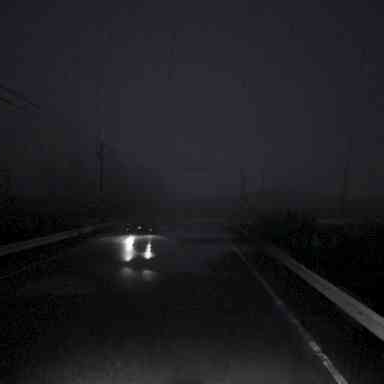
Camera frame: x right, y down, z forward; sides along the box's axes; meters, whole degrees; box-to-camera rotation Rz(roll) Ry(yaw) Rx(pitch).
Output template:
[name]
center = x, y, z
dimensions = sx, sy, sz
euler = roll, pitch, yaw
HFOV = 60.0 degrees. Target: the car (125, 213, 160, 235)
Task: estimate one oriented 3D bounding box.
[car]
center = -3.295, 2.115, 22.852
dimensions = 1.994, 1.385, 4.181
euler = 0, -2, 0
